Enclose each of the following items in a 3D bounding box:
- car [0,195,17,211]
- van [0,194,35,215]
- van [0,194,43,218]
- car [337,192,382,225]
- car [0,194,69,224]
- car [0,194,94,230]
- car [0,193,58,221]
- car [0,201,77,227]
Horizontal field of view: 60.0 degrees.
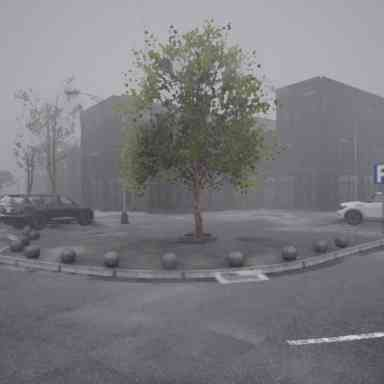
[{"bbox_3d":[-23.536,1.293,39.269,2.185,1.767,4.553,0,0,31],"label":"car"},{"bbox_3d":[-17.955,1.187,32.410,1.878,1.987,4.442,0,0,31],"label":"van"},{"bbox_3d":[-16.109,1.185,30.097,1.878,1.987,4.442,0,0,31],"label":"van"},{"bbox_3d":[11.800,0.958,20.098,5.566,2.045,2.435,-1,0,33],"label":"car"},{"bbox_3d":[-12.484,1.155,25.344,2.435,2.045,5.566,0,0,31],"label":"car"},{"bbox_3d":[-8.776,1.151,20.774,2.435,2.045,5.566,0,0,32],"label":"car"},{"bbox_3d":[-14.329,1.157,27.657,2.435,2.045,5.566,0,0,31],"label":"car"},{"bbox_3d":[-10.626,1.433,23.030,2.163,1.488,4.792,0,0,31],"label":"car"}]
